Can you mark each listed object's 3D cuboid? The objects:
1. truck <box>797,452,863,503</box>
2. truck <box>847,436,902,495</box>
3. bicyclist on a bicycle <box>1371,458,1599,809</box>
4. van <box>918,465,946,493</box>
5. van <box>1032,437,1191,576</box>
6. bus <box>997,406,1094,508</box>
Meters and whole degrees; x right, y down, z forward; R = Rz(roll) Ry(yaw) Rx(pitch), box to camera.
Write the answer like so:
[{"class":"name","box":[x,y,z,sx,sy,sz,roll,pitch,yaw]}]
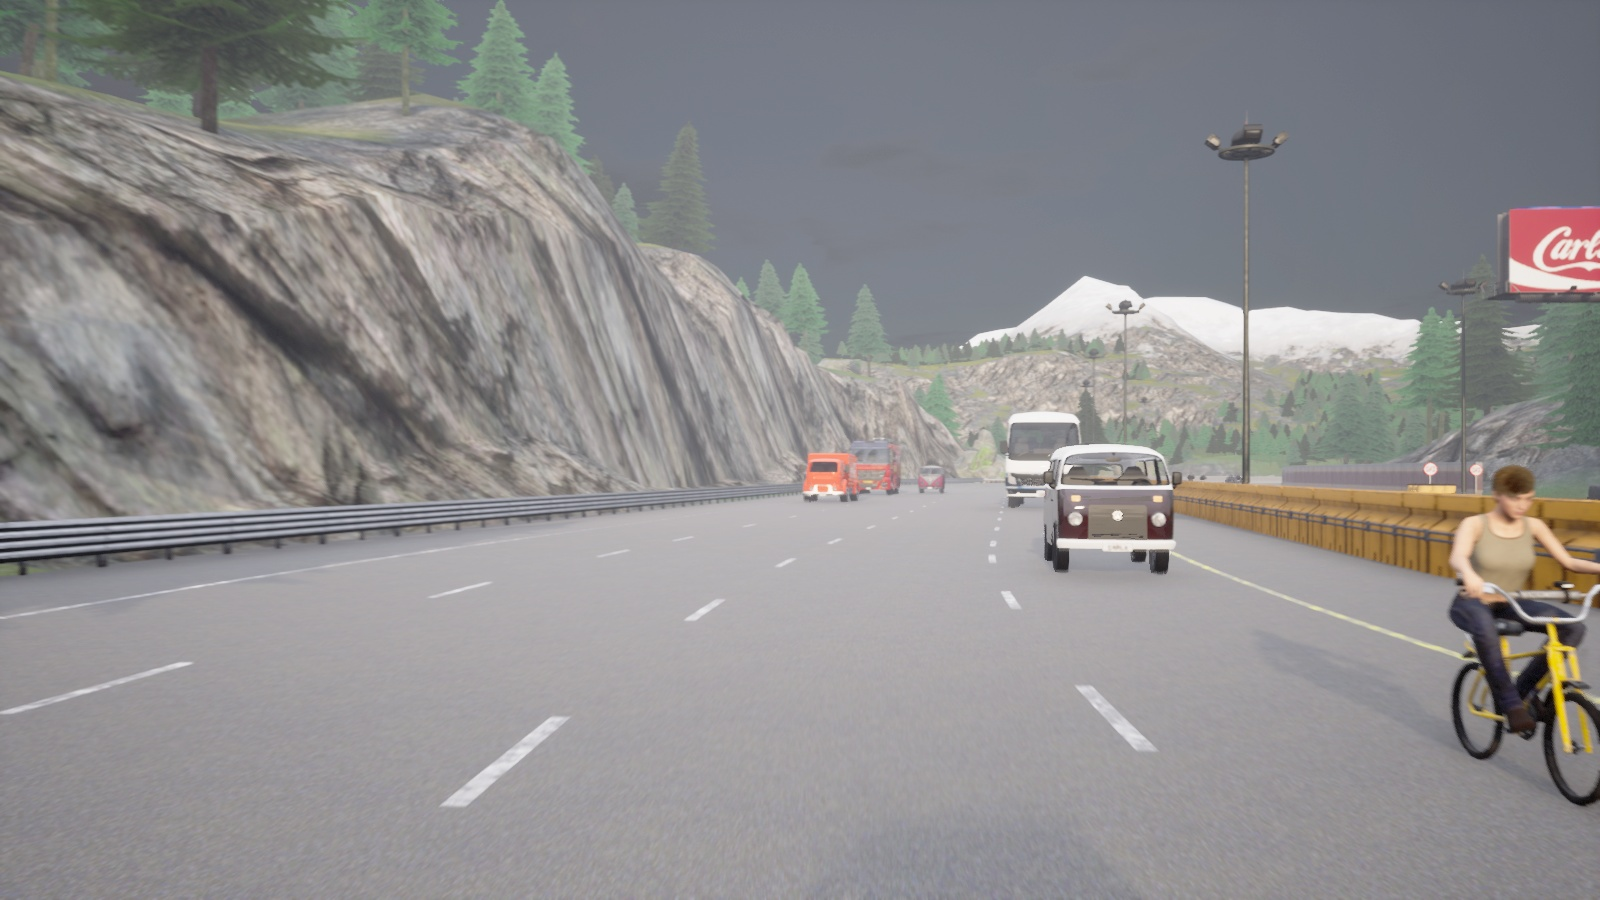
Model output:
[{"class":"truck","box":[1.593,1.401,64.286,2.627,2.467,5.204,0,-1,10]},{"class":"truck","box":[5.167,1.069,85.542,2.891,3.827,8.468,0,-1,10]},{"class":"bicyclist on a bicycle","box":[3.724,0.854,6.527,0.866,1.612,1.509,0,-1,3]},{"class":"van","box":[9.576,2.066,90.687,1.775,1.987,4.442,0,-1,9]},{"class":"van","box":[4.996,0.878,20.739,2.069,2.038,4.480,0,-1,8]},{"class":"bus","box":[11.084,0.378,57.428,3.944,4.253,10.273,0,-1,10]}]
